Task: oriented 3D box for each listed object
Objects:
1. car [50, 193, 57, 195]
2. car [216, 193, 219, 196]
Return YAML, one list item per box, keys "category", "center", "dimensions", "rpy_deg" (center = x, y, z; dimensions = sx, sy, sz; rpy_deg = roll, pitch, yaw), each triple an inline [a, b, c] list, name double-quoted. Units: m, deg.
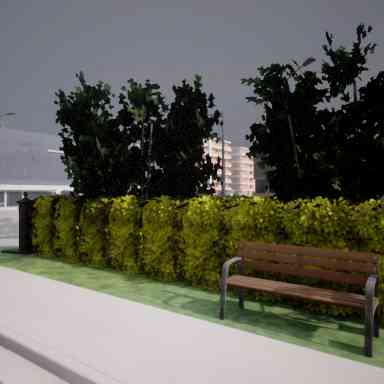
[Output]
- category: "car"
  center: [-16.860, 1.164, 40.762]
  dimensions: [2.150, 2.045, 5.566]
  rpy_deg: [0, 0, 35]
- category: "car"
  center: [4.778, 0.790, 65.382]
  dimensions: [1.812, 1.442, 4.674]
  rpy_deg: [0, 1, 36]
